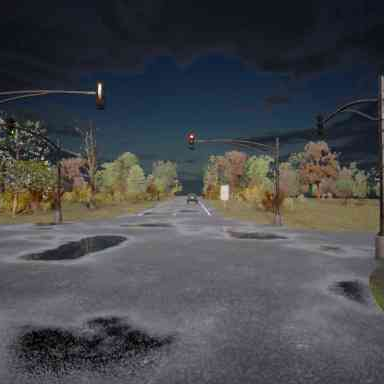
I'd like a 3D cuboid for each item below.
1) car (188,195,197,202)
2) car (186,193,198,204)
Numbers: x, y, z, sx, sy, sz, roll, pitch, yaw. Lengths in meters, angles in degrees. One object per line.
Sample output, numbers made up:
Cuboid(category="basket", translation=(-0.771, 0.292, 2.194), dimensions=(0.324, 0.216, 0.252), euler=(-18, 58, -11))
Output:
Cuboid(category="car", translation=(0.025, 1.465, 78.072), dimensions=(2.033, 1.411, 5.357), euler=(0, 0, 0))
Cuboid(category="car", translation=(0.023, 1.292, 67.681), dimensions=(2.150, 2.045, 5.566), euler=(0, 0, 0))
